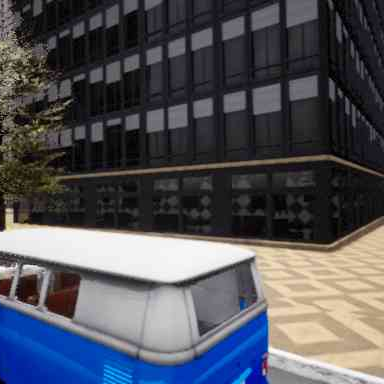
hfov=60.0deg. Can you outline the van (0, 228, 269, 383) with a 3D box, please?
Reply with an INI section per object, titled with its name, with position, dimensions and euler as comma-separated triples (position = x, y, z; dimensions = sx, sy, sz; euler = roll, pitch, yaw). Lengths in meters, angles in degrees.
[van]
position = -1.159, 1.371, 3.710
dimensions = 3.998, 1.788, 1.690
euler = -1, -1, 35
